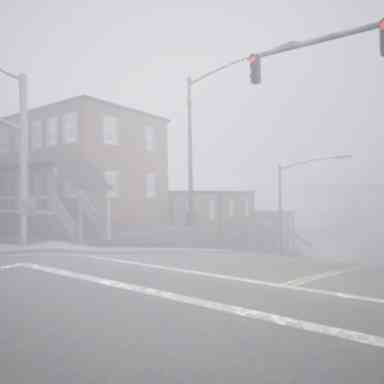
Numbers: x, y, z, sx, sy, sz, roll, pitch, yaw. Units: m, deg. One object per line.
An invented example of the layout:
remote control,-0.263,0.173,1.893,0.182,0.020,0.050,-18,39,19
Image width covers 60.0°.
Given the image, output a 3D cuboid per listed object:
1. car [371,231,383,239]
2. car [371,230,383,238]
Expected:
car,42.478,9.500,74.134,2.038,1.542,4.974,-1,-1,-11
car,42.465,9.343,74.187,1.853,1.218,4.536,-1,-1,-11
